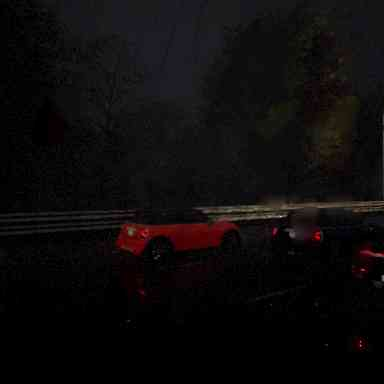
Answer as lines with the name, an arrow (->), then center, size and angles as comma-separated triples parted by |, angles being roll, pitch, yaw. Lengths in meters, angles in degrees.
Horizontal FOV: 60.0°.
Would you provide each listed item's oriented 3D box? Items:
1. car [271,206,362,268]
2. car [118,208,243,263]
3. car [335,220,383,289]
car -> 4.873, 1.352, 11.523 | 4.553, 1.767, 2.097 | 0, 0, -36
car -> -0.275, 1.352, 12.150 | 4.553, 1.767, 2.097 | 0, 0, -35
car -> 5.837, 1.493, 7.910 | 4.902, 1.511, 2.128 | 0, 0, -35
